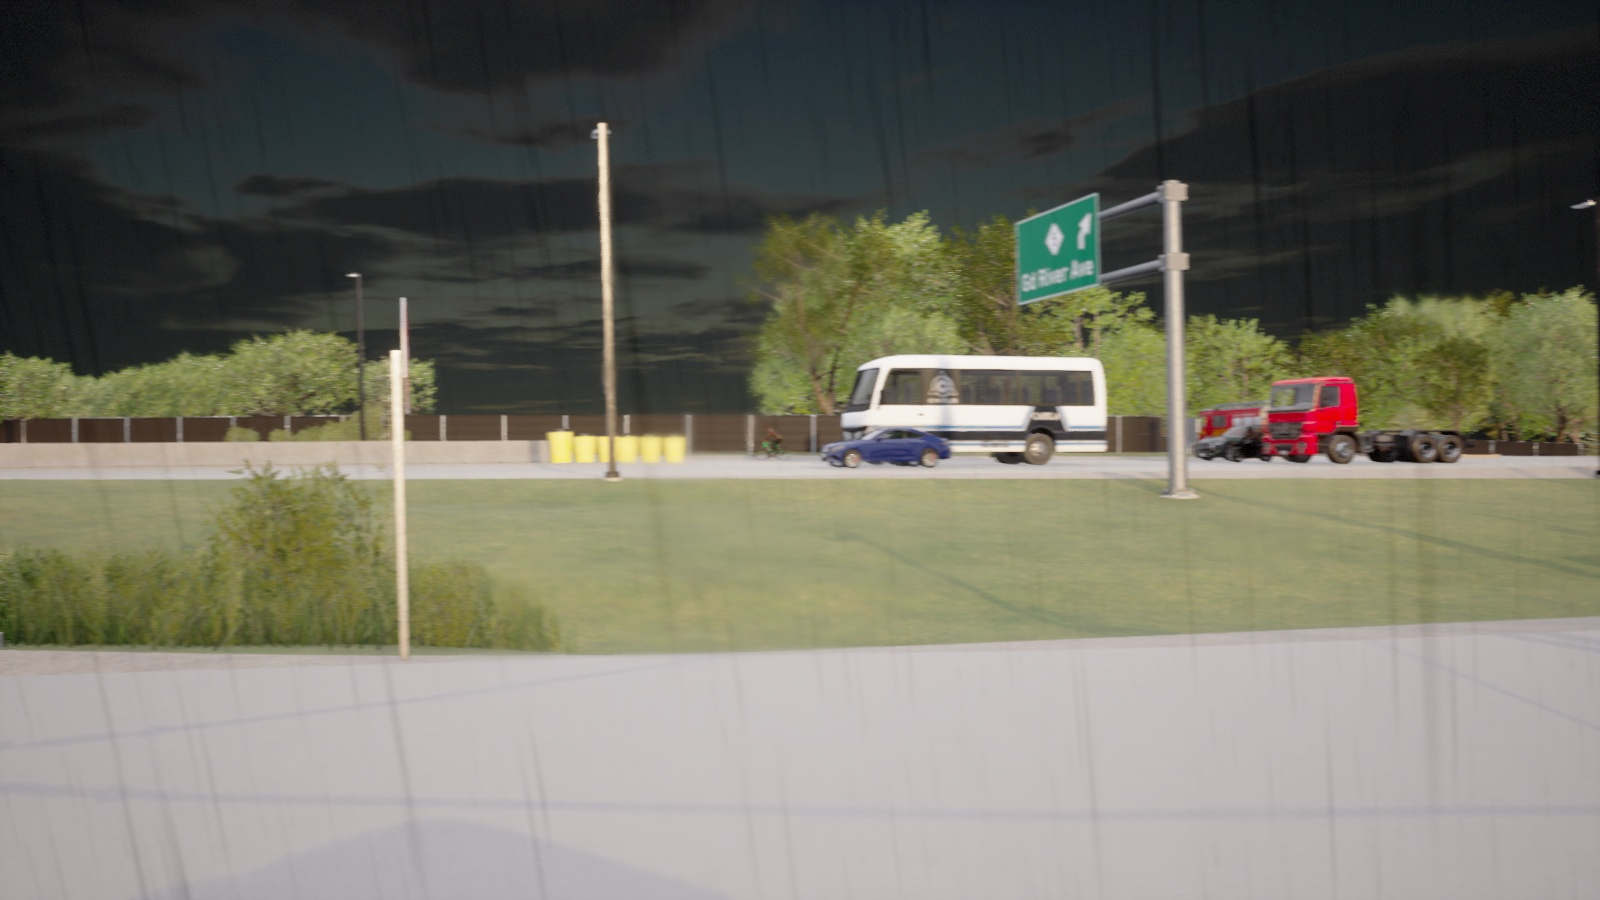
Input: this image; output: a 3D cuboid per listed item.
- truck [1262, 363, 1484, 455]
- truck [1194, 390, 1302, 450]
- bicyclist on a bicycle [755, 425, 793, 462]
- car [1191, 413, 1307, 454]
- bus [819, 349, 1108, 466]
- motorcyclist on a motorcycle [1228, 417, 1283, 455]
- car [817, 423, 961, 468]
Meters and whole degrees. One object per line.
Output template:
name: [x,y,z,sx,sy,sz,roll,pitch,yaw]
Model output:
truck: [22.622,-1.609,49.666,7.936,3.462,2.891,-1,0,-16]
truck: [32.232,-2.075,90.877,2.891,3.827,8.468,-3,0,-15]
bicyclist on a bicycle: [-1.172,-0.288,56.495,1.656,1.620,0.582,-1,1,4]
car: [20.380,-0.746,57.028,4.553,1.767,2.097,-1,0,-15]
bus: [6.280,-1.641,48.692,10.273,4.253,3.944,-1,0,-16]
motorcyclist on a motorcycle: [18.961,-0.574,52.267,2.044,1.523,0.797,-1,0,-16]
car: [3.129,-0.152,44.163,4.674,1.442,1.812,-1,0,-16]
